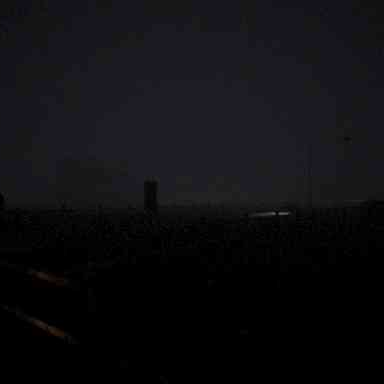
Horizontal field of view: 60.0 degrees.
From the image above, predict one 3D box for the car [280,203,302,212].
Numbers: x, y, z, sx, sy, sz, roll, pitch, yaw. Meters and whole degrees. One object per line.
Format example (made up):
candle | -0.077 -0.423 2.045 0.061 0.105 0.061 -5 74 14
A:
car | 14.648 2.310 49.421 1.895 1.301 4.718 -1 -1 36
